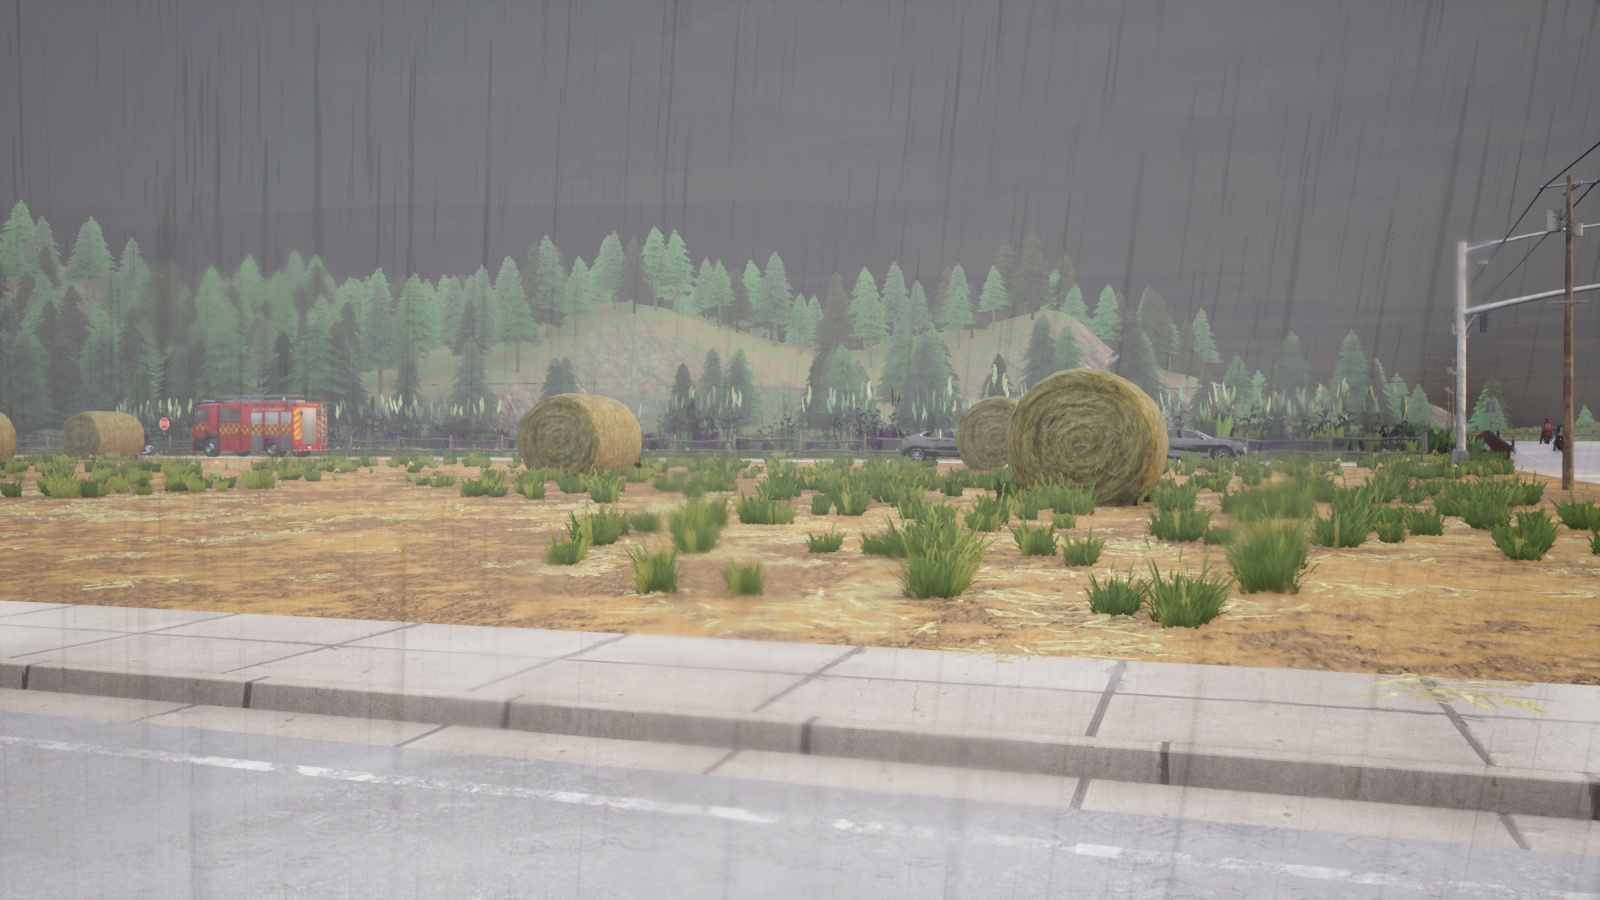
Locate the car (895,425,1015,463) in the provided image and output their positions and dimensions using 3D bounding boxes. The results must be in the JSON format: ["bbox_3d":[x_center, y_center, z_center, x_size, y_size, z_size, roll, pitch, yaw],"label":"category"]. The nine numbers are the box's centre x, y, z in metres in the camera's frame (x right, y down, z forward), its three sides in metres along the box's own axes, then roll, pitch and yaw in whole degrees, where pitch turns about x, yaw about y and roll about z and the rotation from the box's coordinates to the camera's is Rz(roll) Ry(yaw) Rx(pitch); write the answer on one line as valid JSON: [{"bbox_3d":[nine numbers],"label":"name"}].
[{"bbox_3d":[7.087,-0.295,57.402,5.027,1.651,2.152,1,1,22],"label":"car"}]

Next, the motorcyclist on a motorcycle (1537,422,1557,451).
[{"bbox_3d":[41.738,-0.765,70.151,0.797,1.523,2.044,1,2,26],"label":"motorcyclist on a motorcycle"}]

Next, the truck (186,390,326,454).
[{"bbox_3d":[-33.822,-1.723,78.048,8.468,3.827,2.891,1,1,22],"label":"truck"}]

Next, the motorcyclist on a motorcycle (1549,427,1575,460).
[{"bbox_3d":[38.603,-0.357,63.653,0.866,1.530,2.191,1,4,25],"label":"motorcyclist on a motorcycle"}]

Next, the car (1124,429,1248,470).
[{"bbox_3d":[16.468,-0.047,53.532,4.856,1.649,2.033,1,1,22],"label":"car"}]
